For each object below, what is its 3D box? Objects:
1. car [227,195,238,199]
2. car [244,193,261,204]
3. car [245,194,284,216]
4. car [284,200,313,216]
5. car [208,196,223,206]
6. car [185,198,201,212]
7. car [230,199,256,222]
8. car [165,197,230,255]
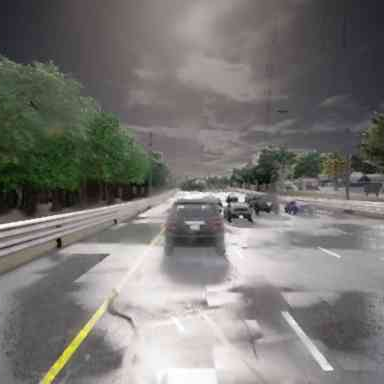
[{"bbox_3d":[7.095,1.236,59.160,1.882,1.535,5.008,0,1,0],"label":"car"},{"bbox_3d":[10.595,1.123,58.585,2.097,1.767,4.553,0,1,0],"label":"car"},{"bbox_3d":[7.096,1.244,33.190,2.150,2.045,5.566,0,0,0],"label":"car"},{"bbox_3d":[10.598,1.548,33.168,1.812,1.442,4.674,0,0,0],"label":"car"},{"bbox_3d":[3.593,1.441,52.074,1.994,1.385,4.181,0,1,0],"label":"car"},{"bbox_3d":[0.097,1.505,39.623,1.812,1.442,4.674,0,0,0],"label":"car"},{"bbox_3d":[3.598,1.558,26.746,1.837,1.490,4.892,0,0,0],"label":"car"},{"bbox_3d":[0.099,1.286,13.785,2.150,2.045,5.566,0,0,0],"label":"car"}]
